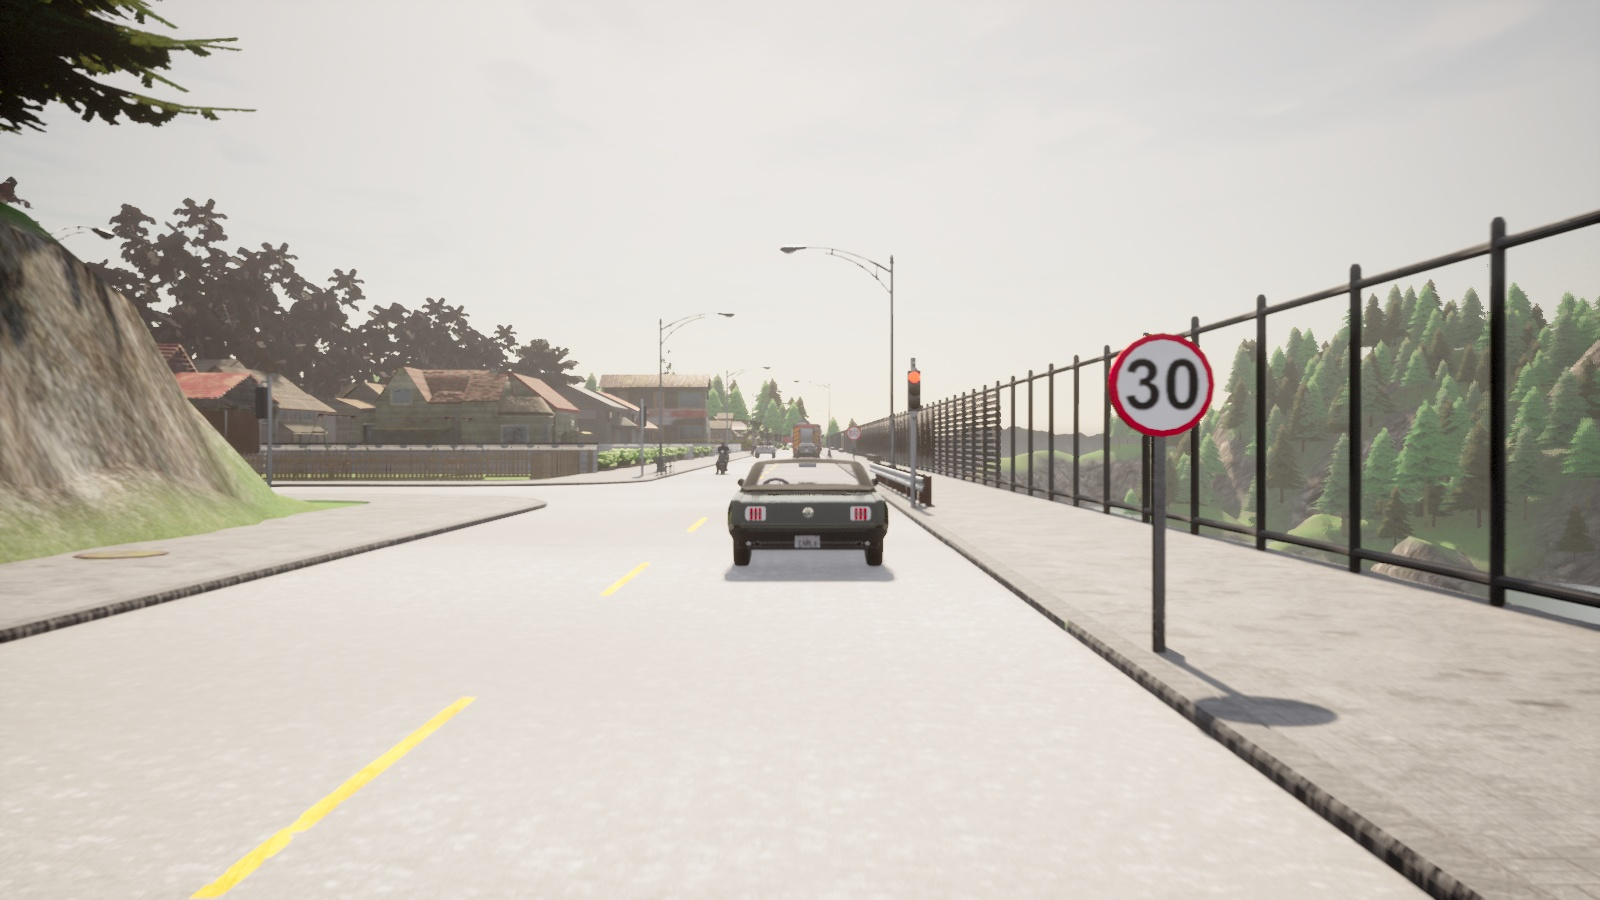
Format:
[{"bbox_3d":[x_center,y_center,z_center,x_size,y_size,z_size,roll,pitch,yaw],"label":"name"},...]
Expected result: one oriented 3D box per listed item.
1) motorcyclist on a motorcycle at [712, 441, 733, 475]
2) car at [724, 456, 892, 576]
[{"bbox_3d":[-3.669,0.360,59.789,0.866,1.590,1.817,0,0,0],"label":"motorcyclist on a motorcycle"},{"bbox_3d":[0.102,0.754,16.490,1.895,1.301,4.718,0,0,0],"label":"car"}]
